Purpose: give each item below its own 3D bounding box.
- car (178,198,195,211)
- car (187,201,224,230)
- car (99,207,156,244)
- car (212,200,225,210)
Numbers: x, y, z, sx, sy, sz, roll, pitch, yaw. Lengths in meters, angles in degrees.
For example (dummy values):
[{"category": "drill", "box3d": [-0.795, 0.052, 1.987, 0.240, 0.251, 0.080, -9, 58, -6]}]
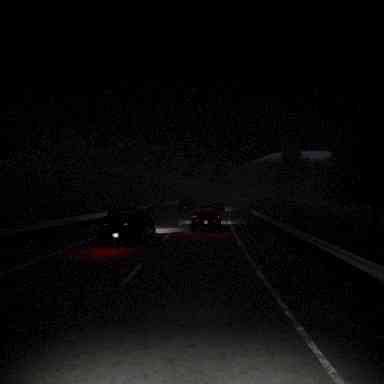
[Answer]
[{"category": "car", "box3d": [-0.466, 1.506, 40.655, 2.128, 1.511, 4.902, 0, 0, 8]}, {"category": "car", "box3d": [0.944, 1.540, 21.307, 1.812, 1.442, 4.674, 0, 0, 4]}, {"category": "car", "box3d": [-2.947, 1.495, 15.880, 1.837, 1.490, 4.892, 0, 0, 3]}, {"category": "car", "box3d": [2.959, 1.634, 39.779, 1.895, 1.301, 4.718, 0, 0, 8]}]
